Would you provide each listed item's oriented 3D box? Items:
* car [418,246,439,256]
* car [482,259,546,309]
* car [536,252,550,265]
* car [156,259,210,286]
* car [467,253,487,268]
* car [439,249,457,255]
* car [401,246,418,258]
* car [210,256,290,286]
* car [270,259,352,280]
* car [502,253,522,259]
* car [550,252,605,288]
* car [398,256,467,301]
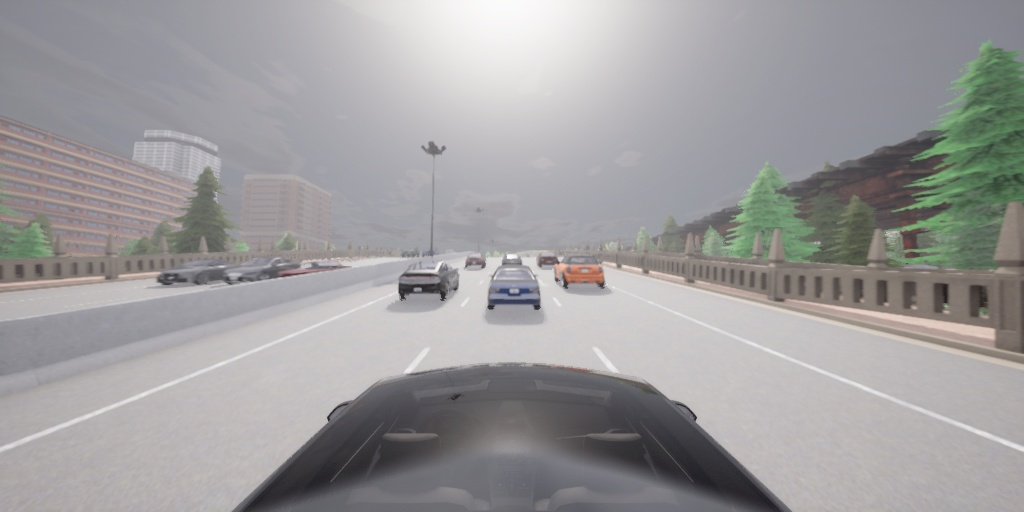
[{"bbox_3d":[-14.175,-0.697,62.838,2.150,2.045,5.566,0,1,0],"label":"car"},{"bbox_3d":[0.068,1.055,13.587,2.033,1.411,5.357,0,2,0],"label":"car"},{"bbox_3d":[3.514,0.307,36.181,1.882,1.535,5.008,0,2,0],"label":"car"},{"bbox_3d":[-17.645,0.875,20.542,1.994,1.385,4.181,0,2,0],"label":"car"},{"bbox_3d":[-3.484,0.386,35.310,1.812,1.442,4.674,0,2,0],"label":"car"},{"bbox_3d":[-10.684,-0.431,62.044,1.882,1.535,5.008,0,1,1],"label":"car"},{"bbox_3d":[-17.671,-0.694,62.833,2.150,2.045,5.566,0,1,0],"label":"car"},{"bbox_3d":[-14.145,0.796,20.665,2.128,1.511,4.902,0,2,0],"label":"car"},{"bbox_3d":[-10.643,0.932,19.703,1.895,1.301,4.718,0,2,0],"label":"car"},{"bbox_3d":[0.016,0.422,35.304,1.994,1.385,4.181,0,2,0],"label":"car"},{"bbox_3d":[3.554,0.676,19.614,2.097,1.767,4.553,0,2,0],"label":"car"},{"bbox_3d":[-3.437,0.945,15.474,2.128,1.511,4.902,0,2,0],"label":"car"}]
